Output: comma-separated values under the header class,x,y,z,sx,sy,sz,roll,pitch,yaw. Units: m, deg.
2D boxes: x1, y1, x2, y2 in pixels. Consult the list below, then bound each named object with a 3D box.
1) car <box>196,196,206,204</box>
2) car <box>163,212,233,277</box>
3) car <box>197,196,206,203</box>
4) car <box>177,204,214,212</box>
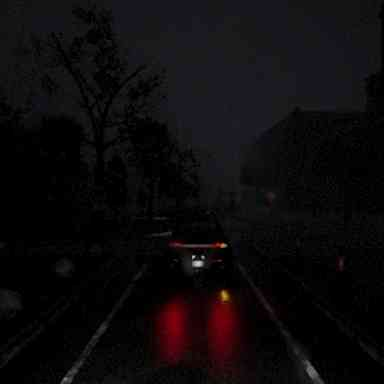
class,x,y,z,sx,sy,sz,roll,pitch,yaw
car,1.848,2.158,73.233,2.033,1.411,5.357,0,0,3
car,0.205,1.589,10.591,2.128,1.511,4.902,0,-1,1
car,2.431,1.857,83.531,2.097,1.767,4.553,0,0,5
car,0.097,2.187,32.807,4.902,1.511,2.128,-2,-3,43
